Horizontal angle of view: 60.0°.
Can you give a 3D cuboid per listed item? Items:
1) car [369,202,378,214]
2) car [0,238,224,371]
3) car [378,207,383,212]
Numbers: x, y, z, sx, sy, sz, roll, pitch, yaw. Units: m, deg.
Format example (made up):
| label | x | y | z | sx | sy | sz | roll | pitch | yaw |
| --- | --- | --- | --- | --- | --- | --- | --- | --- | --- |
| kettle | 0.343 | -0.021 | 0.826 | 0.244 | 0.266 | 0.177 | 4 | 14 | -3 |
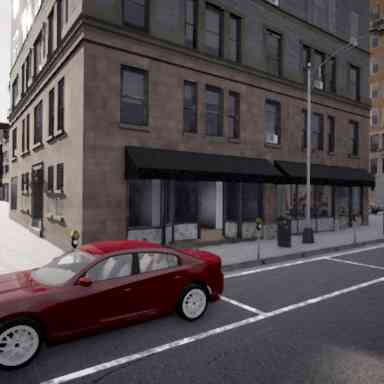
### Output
| label | x | y | z | sx | sy | sz | roll | pitch | yaw |
| --- | --- | --- | --- | --- | --- | --- | --- | --- | --- |
| car | 14.143 | 1.350 | 30.824 | 1.812 | 1.442 | 4.674 | 1 | 0 | -33 |
| car | -1.490 | 1.544 | 5.690 | 4.507 | 1.381 | 1.887 | 0 | 1 | -35 |
| car | 16.400 | 1.355 | 33.254 | 1.837 | 1.490 | 4.892 | 1 | 0 | -35 |
